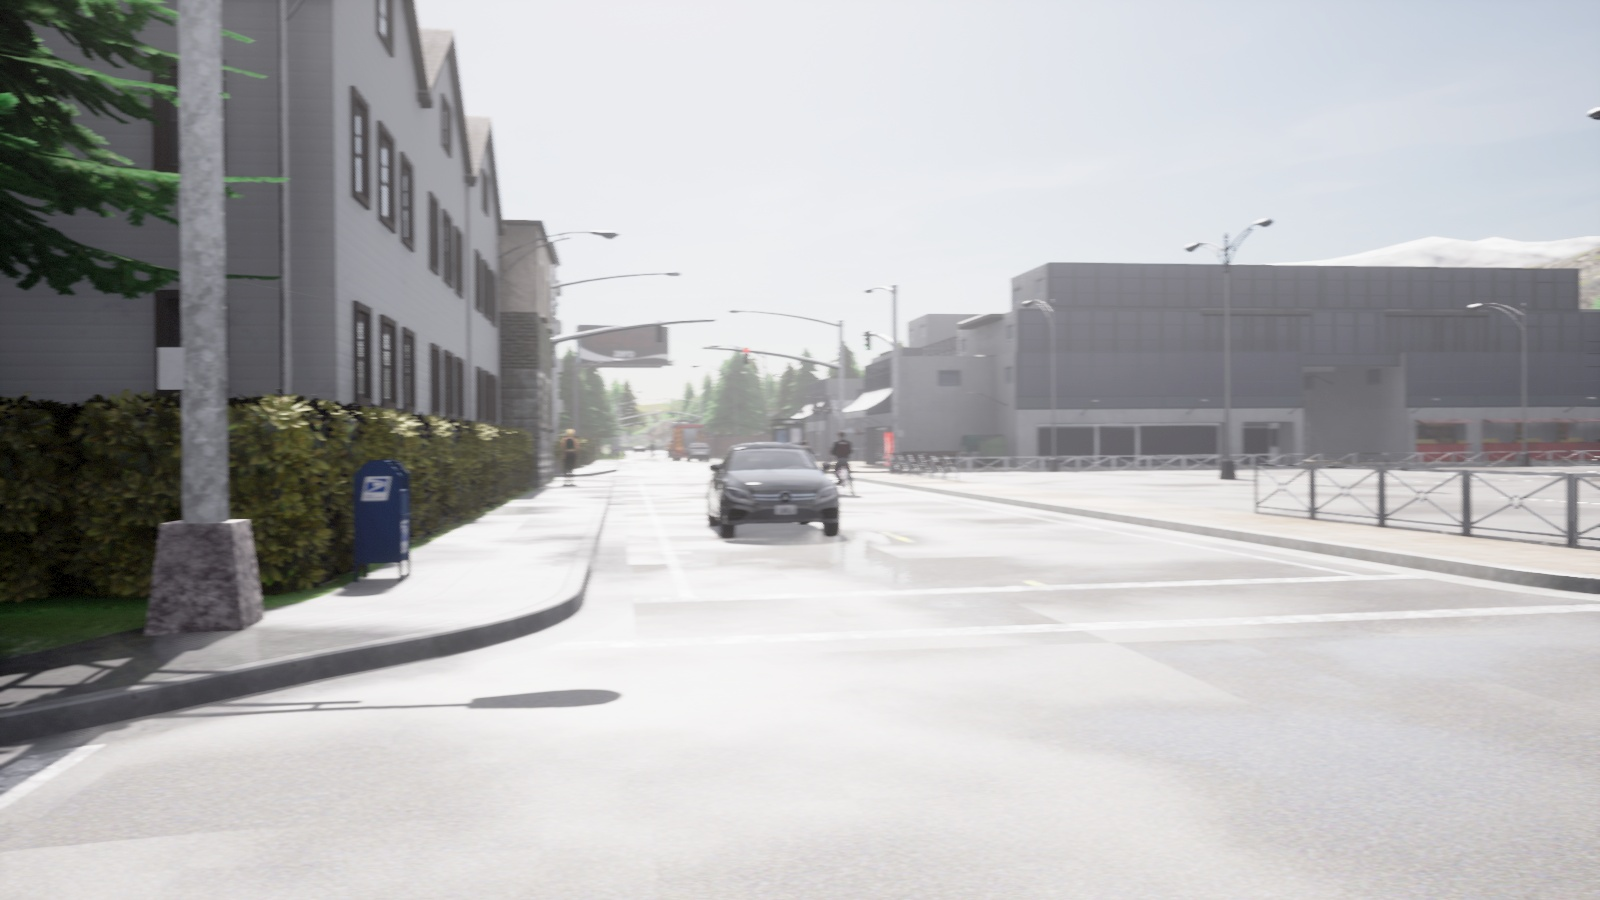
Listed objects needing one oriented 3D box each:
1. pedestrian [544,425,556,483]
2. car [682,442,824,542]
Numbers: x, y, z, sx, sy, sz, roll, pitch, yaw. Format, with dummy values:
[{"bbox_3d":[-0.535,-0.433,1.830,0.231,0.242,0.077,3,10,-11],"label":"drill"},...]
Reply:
[{"bbox_3d":[-8.022,0.125,40.253,0.345,1.836,0.594,0,0,-8],"label":"pedestrian"},{"bbox_3d":[-0.901,0.592,20.664,1.812,1.442,4.674,0,0,-9],"label":"car"}]
